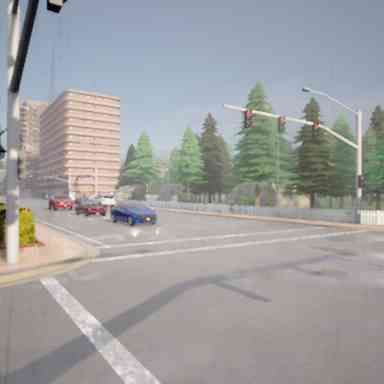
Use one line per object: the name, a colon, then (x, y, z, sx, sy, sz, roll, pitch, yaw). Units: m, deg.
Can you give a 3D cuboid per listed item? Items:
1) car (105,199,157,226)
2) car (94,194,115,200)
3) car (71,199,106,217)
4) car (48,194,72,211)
car: (-4.321, 1.550, 24.240, 1.882, 1.535, 5.008, 0, 0, -34)
car: (-13.372, 1.357, 50.151, 2.150, 2.045, 5.566, 0, 0, -34)
car: (-9.909, 1.685, 32.422, 1.895, 1.301, 4.718, 0, 0, -34)
car: (-16.888, 1.322, 42.678, 2.150, 2.045, 5.566, 0, 0, -34)
